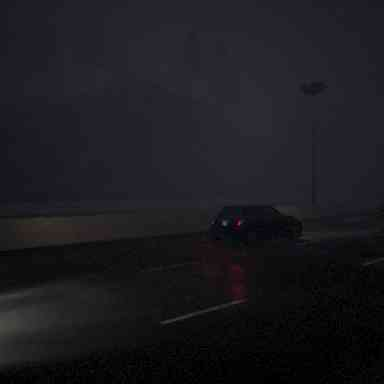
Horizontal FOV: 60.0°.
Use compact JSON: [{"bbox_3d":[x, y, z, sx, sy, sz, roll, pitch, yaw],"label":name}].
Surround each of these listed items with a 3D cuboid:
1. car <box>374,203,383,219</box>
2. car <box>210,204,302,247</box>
[{"bbox_3d":[16.726,1.469,27.473,2.033,1.411,5.357,0,0,45],"label":"car"},{"bbox_3d":[3.002,1.330,15.104,4.553,1.767,2.097,0,0,-39],"label":"car"}]
